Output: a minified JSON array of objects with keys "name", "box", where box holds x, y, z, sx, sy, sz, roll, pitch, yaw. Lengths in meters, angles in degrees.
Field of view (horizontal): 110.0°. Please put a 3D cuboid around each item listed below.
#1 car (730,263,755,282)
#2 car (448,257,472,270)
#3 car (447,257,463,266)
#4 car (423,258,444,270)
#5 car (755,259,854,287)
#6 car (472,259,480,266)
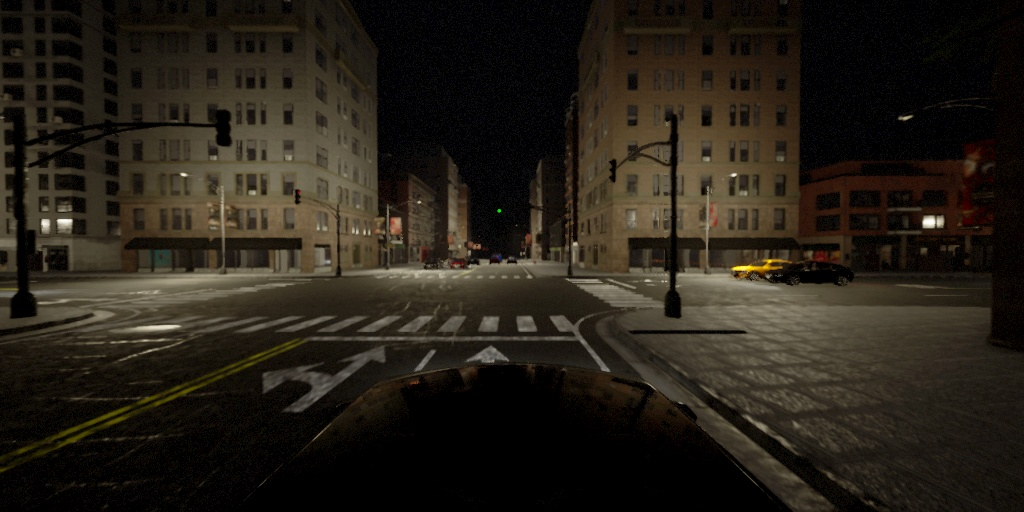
[{"name":"car","box":[18.359,1.007,25.647,5.008,1.535,1.882,0,1,0]},{"name":"car","box":[-6.574,1.000,44.950,1.812,1.442,4.674,0,0,1]},{"name":"car","box":[-9.770,0.918,61.774,1.812,1.442,4.674,0,0,0]},{"name":"car","box":[-9.822,0.978,45.159,1.837,1.490,4.892,0,0,0]},{"name":"car","box":[18.408,1.091,22.399,4.892,1.490,1.837,0,1,0]},{"name":"car","box":[-6.533,0.960,60.876,1.994,1.385,4.181,0,0,1]}]
